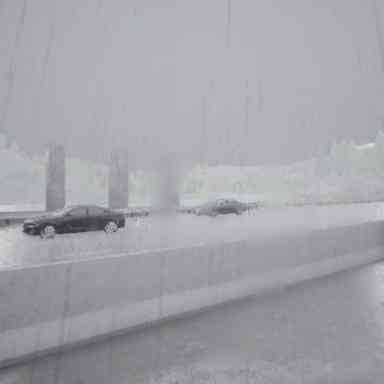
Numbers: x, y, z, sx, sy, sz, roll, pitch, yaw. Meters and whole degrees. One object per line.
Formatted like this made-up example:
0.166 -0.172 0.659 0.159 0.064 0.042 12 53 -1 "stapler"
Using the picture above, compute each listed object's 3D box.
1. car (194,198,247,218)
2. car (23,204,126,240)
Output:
2.379 1.298 27.529 4.902 1.511 2.128 -1 0 -37 "car"
-5.880 1.423 17.052 5.008 1.535 1.882 -1 0 -36 "car"
